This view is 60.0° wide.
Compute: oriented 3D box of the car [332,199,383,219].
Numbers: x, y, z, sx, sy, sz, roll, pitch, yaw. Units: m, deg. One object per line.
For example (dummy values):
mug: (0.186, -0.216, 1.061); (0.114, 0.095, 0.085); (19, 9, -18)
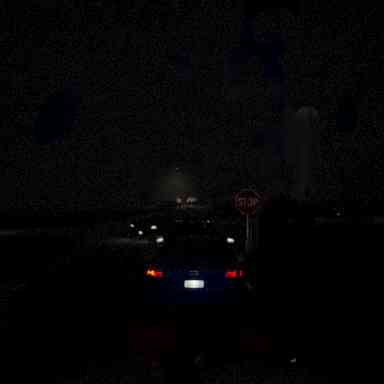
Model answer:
car: (12.644, 1.193, 23.806); (4.718, 1.301, 1.895); (-2, -1, -2)

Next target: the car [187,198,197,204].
car: (-0.023, 1.940, 68.642); (2.097, 1.767, 4.553); (0, -1, 0)

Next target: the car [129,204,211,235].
car: (-0.918, 1.593, 18.129); (2.033, 1.411, 5.357); (-1, -1, 36)

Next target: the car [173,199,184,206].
car: (-2.773, 2.162, 69.224); (1.994, 1.385, 4.181); (0, -1, 0)

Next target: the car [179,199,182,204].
car: (-2.855, 1.854, 47.270); (1.895, 1.301, 4.718); (0, -1, 0)

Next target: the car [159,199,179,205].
car: (-2.867, 1.691, 37.351); (2.033, 1.411, 5.357); (0, 0, 0)

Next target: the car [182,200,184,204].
car: (-2.845, 1.901, 57.725); (2.128, 1.511, 4.902); (0, -1, 0)

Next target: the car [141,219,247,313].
car: (0.072, 1.574, 7.801); (1.994, 1.385, 4.181); (0, 0, 1)
